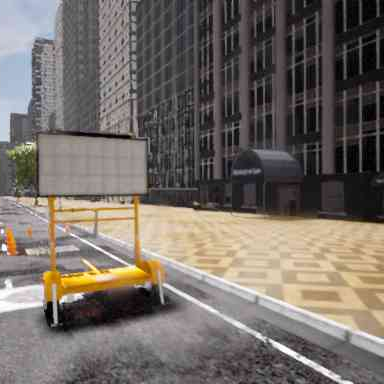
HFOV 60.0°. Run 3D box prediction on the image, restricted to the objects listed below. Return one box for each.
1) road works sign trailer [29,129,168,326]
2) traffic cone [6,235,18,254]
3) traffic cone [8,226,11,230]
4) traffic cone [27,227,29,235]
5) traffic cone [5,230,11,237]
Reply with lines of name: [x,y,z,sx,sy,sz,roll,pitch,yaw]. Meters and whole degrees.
road works sign trailer: [-2.166,0.495,7.421,2.380,3.560,2.880,-1,0,-29]
traffic cone: [-6.857,2.056,12.746,0.340,0.580,0.340,-1,0,-30]
traffic cone: [-8.866,2.086,16.205,0.340,0.580,0.340,-1,0,-30]
traffic cone: [-9.006,2.089,18.436,0.340,0.580,0.340,-1,0,-30]
traffic cone: [-7.861,2.071,14.475,0.340,0.580,0.340,-1,0,-30]
